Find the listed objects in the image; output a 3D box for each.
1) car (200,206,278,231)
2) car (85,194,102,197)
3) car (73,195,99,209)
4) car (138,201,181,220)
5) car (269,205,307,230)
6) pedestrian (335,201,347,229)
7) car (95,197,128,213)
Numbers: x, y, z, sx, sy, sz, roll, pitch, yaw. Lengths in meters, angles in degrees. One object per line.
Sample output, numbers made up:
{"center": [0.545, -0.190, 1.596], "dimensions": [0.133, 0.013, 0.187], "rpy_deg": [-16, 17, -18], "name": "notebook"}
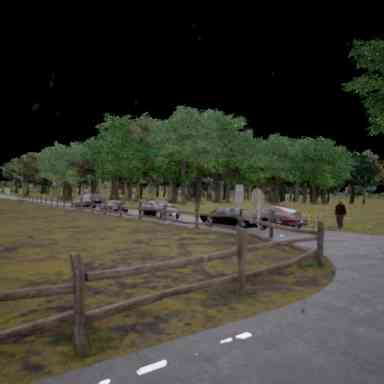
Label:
{"center": [2.610, 1.593, 20.279], "dimensions": [1.895, 1.301, 4.718], "rpy_deg": [2, -1, -35], "name": "car"}
{"center": [-15.409, 1.268, 50.826], "dimensions": [2.150, 2.045, 5.566], "rpy_deg": [2, -1, -35], "name": "car"}
{"center": [-14.454, 1.527, 44.431], "dimensions": [2.033, 1.411, 5.357], "rpy_deg": [2, -1, -35], "name": "car"}
{"center": [-2.794, 1.480, 27.914], "dimensions": [2.128, 1.511, 4.902], "rpy_deg": [2, -1, -35], "name": "car"}
{"center": [5.217, 1.590, 21.631], "dimensions": [1.812, 1.442, 4.674], "rpy_deg": [2, -1, -34], "name": "car"}
{"center": [9.378, 1.401, 21.071], "dimensions": [0.375, 1.860, 0.375], "rpy_deg": [2, -1, -35], "name": "pedestrian"}
{"center": [-8.478, 1.548, 35.936], "dimensions": [1.994, 1.385, 4.181], "rpy_deg": [2, -1, -36], "name": "car"}
